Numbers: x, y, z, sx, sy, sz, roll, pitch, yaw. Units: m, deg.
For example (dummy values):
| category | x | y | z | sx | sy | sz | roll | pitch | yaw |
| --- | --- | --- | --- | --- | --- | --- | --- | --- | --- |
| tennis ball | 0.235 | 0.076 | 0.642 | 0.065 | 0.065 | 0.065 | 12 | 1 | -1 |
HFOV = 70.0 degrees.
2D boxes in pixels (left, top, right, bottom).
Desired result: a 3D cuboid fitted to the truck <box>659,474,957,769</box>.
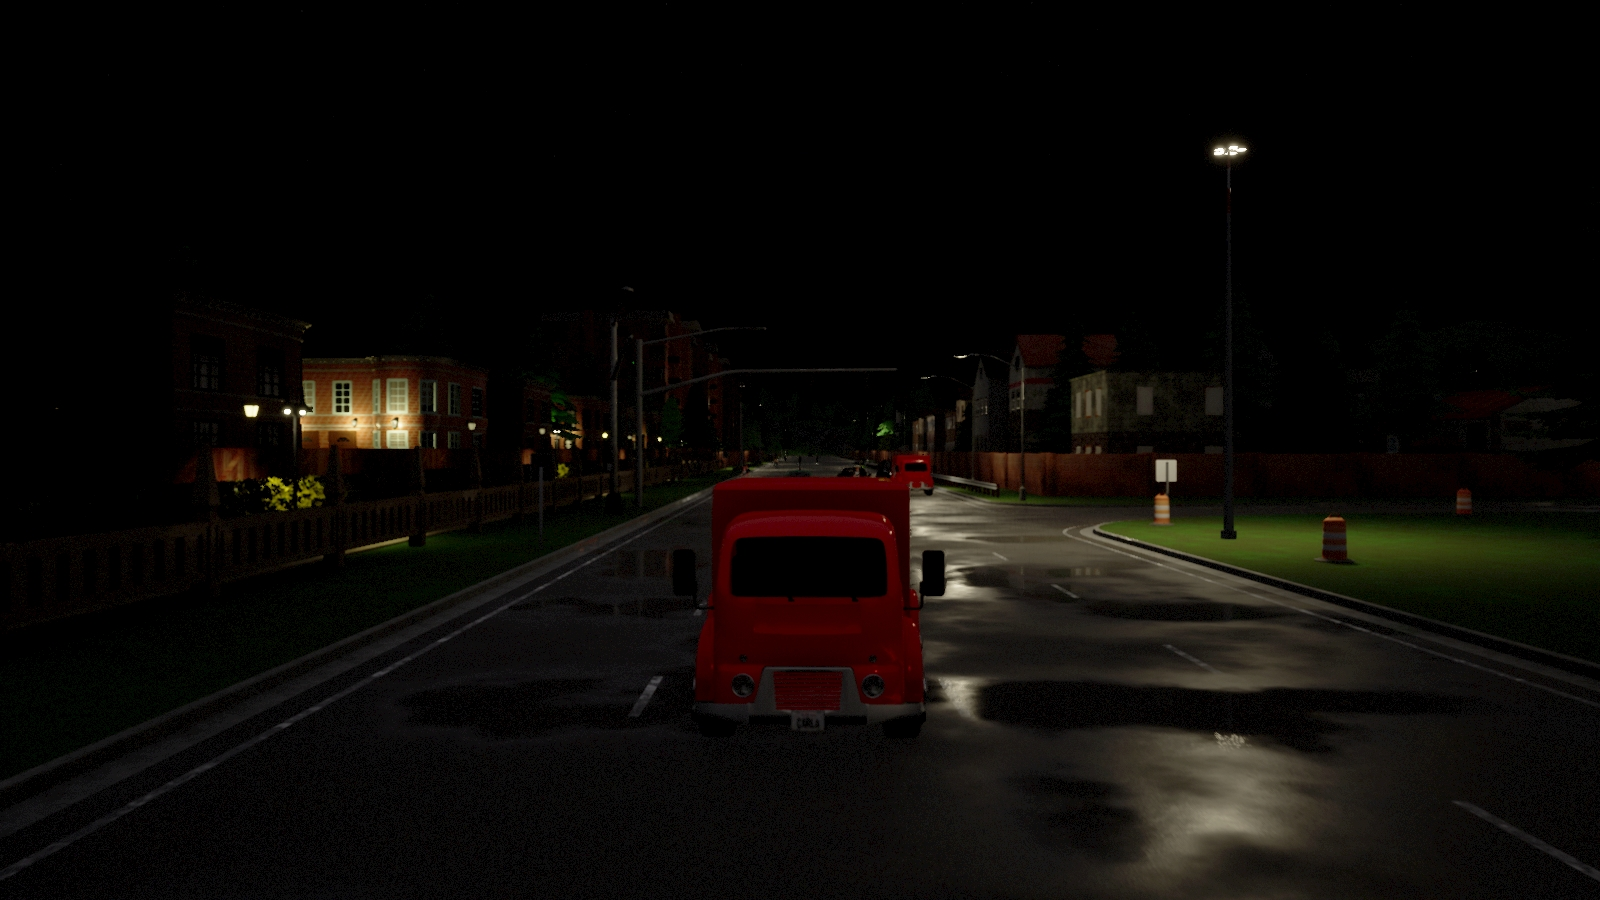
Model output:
| category | x | y | z | sx | sy | sz | roll | pitch | yaw |
| --- | --- | --- | --- | --- | --- | --- | --- | --- | --- |
| truck | 0.127 | 1.562 | 12.682 | 2.627 | 2.467 | 5.204 | 0 | 0 | 1 |
